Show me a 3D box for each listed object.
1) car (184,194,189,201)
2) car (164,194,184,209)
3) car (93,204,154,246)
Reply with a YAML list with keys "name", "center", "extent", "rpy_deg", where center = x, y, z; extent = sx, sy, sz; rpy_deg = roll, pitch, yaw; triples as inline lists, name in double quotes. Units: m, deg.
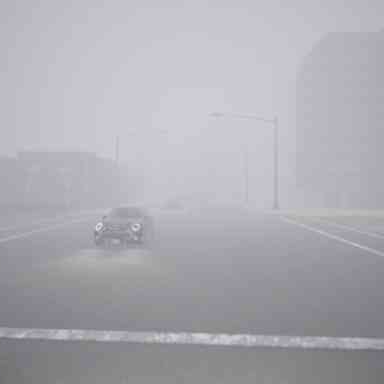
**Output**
- name: "car"
  center: [-1.645, 1.205, 69.381]
  extent: [1.994, 1.385, 4.181]
  rpy_deg: [0, 0, 2]
- name: "car"
  center: [-2.382, 1.359, 42.318]
  extent: [1.882, 1.535, 5.008]
  rpy_deg: [0, 1, 2]
- name: "car"
  center: [-3.097, 1.441, 15.917]
  extent: [2.097, 1.767, 4.553]
  rpy_deg: [0, 0, 2]
